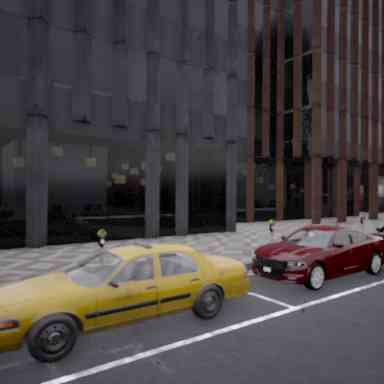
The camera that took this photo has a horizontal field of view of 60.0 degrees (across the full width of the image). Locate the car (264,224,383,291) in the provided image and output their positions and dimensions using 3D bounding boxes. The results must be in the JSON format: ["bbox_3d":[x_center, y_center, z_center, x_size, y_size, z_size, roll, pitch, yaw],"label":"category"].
[{"bbox_3d":[3.621,1.622,9.242,4.507,1.381,1.887,1,0,-36],"label":"car"}]

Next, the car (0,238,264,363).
[{"bbox_3d":[-1.103,1.548,5.866,4.829,1.417,1.752,1,0,-36],"label":"car"}]
